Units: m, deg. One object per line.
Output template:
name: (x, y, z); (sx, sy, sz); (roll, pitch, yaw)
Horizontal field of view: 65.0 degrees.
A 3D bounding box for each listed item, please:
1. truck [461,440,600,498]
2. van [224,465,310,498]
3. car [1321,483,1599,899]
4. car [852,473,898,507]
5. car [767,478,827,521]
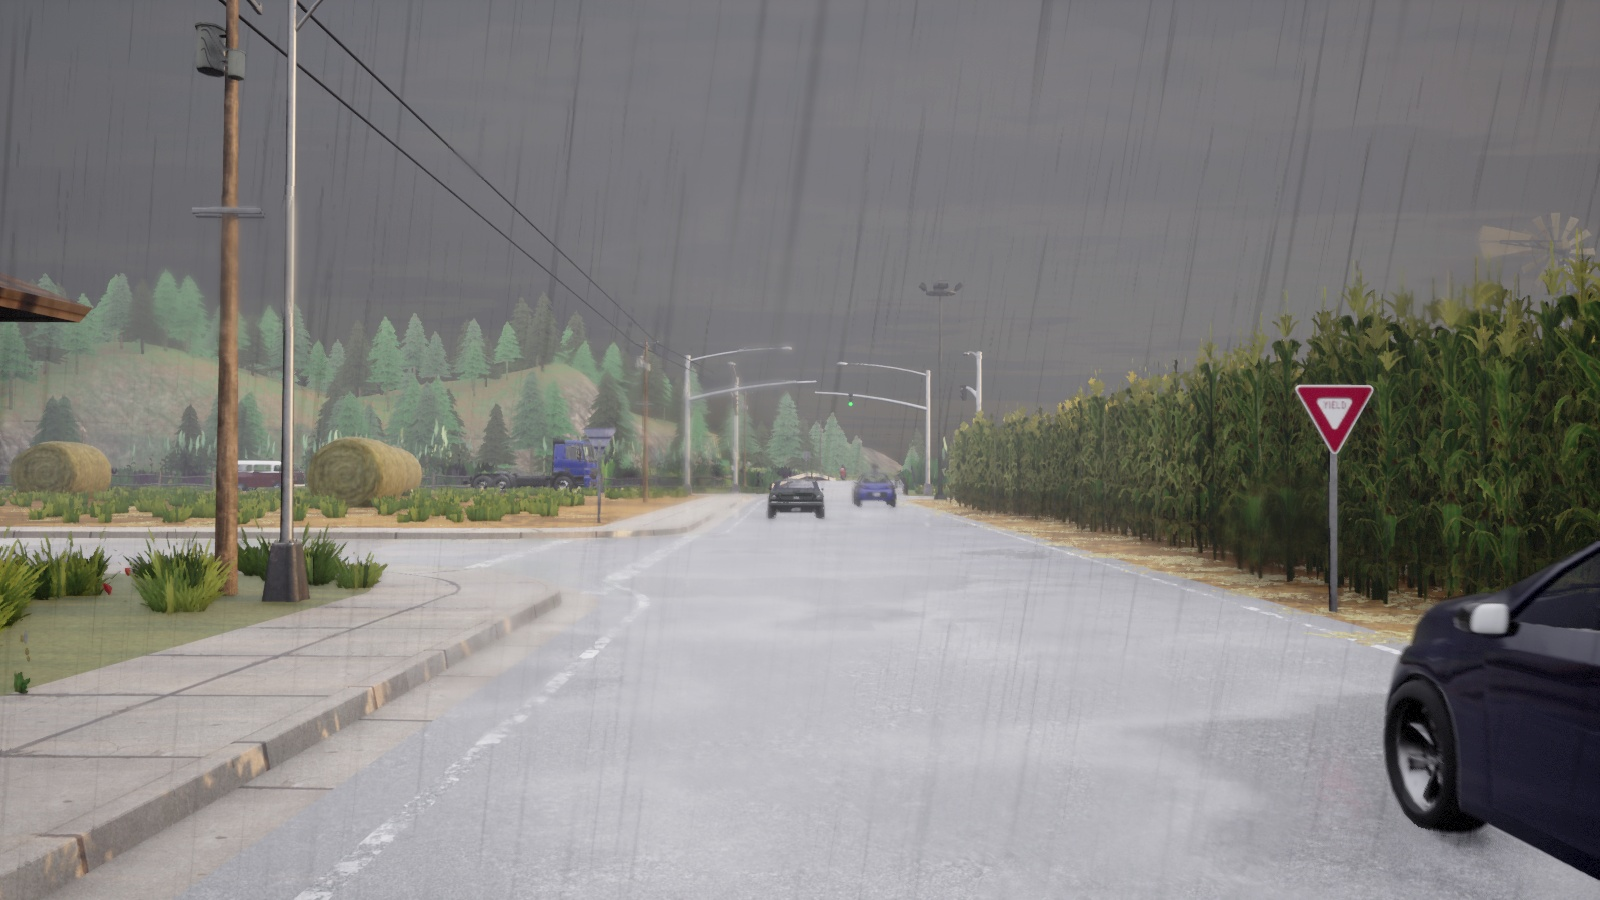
truck: (-16.616, 1.166, 77.707); (7.936, 3.462, 2.891); (0, -1, 3)
van: (-33.276, 1.952, 78.525); (4.480, 2.038, 2.069); (0, -1, 3)
car: (3.489, 0.888, 4.336); (1.845, 1.501, 3.633); (0, -1, 0)
car: (3.360, 1.764, 56.637); (1.816, 1.474, 4.193); (0, -1, 0)
car: (-0.105, 1.617, 41.906); (1.895, 1.301, 4.718); (0, -1, 0)
